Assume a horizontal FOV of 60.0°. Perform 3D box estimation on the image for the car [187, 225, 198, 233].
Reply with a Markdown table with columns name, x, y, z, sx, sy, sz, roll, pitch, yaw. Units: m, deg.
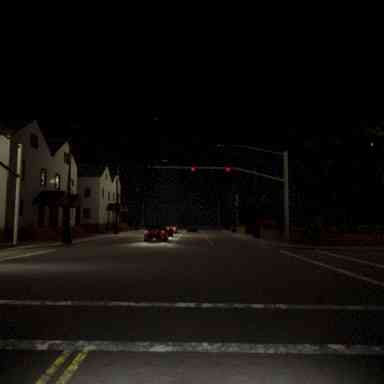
| name | x | y | z | sx | sy | sz | roll | pitch | yaw |
| --- | --- | --- | --- | --- | --- | --- | --- | --- | --- |
| car | 0.097 | 6.454 | 57.912 | 2.033 | 1.411 | 5.357 | 0 | -5 | 0 |

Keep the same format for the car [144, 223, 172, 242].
| name | x | y | z | sx | sy | sz | roll | pitch | yaw |
| --- | --- | --- | --- | --- | --- | --- | --- | --- | --- |
| car | -3.529 | 4.064 | 33.505 | 2.097 | 1.767 | 4.553 | 0 | -5 | 0 |

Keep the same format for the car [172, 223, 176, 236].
| name | x | y | z | sx | sy | sz | roll | pitch | yaw |
| --- | --- | --- | --- | --- | --- | --- | --- | --- | --- |
| car | -3.512 | 5.163 | 43.428 | 1.994 | 1.385 | 4.181 | 0 | -5 | 0 |
